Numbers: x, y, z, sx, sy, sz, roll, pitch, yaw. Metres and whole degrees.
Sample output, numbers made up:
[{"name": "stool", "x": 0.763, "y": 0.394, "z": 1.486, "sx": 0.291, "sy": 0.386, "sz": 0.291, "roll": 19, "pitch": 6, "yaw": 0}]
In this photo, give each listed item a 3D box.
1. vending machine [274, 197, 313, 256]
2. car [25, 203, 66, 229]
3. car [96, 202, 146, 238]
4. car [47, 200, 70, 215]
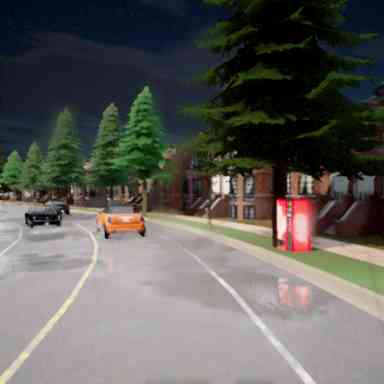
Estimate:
[{"name": "vending machine", "x": 3.772, "y": 1.227, "z": 12.387, "sx": 1.100, "sy": 2.100, "sz": 0.880, "roll": 0, "pitch": 0, "yaw": -14}, {"name": "car", "x": -10.222, "y": 1.697, "z": 22.776, "sx": 1.895, "sy": 1.301, "sz": 4.718, "roll": 0, "pitch": 0, "yaw": -31}, {"name": "car", "x": -4.047, "y": 1.421, "z": 18.435, "sx": 2.097, "sy": 1.767, "sz": 4.553, "roll": 0, "pitch": 0, "yaw": -22}, {"name": "car", "x": -14.159, "y": 1.646, "z": 34.393, "sx": 1.837, "sy": 1.490, "sz": 4.892, "roll": 0, "pitch": 0, "yaw": -38}]
